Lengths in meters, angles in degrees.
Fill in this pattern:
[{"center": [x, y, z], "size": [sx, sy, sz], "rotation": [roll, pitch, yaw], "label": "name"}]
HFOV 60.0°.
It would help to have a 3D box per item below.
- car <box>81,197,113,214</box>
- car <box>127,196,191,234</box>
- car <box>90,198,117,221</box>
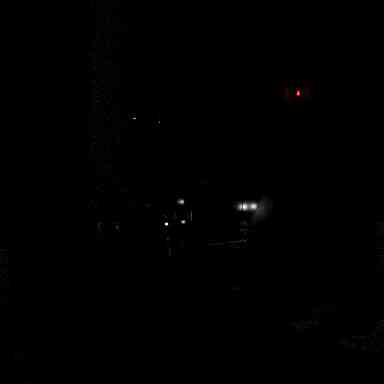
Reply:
[{"center": [-10.854, 1.507, 37.752], "size": [2.097, 1.767, 4.553], "rotation": [0, 0, -36], "label": "car"}, {"center": [-2.080, 1.294, 20.399], "size": [2.150, 2.045, 5.566], "rotation": [0, 0, -36], "label": "car"}, {"center": [-8.170, 1.596, 28.923], "size": [1.882, 1.535, 5.008], "rotation": [0, 0, -35], "label": "car"}]
